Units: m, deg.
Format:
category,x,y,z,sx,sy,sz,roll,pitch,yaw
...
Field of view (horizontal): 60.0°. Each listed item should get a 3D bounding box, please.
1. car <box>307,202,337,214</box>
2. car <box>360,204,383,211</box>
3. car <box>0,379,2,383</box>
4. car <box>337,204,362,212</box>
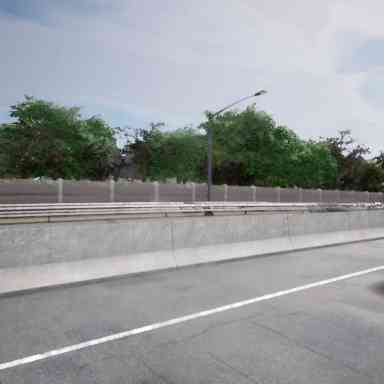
category,x,y,z,sx,sy,sz,roll,pitch,yaw
car,14.330,1.894,35.600,4.892,1.490,1.837,2,-1,-35
car,16.975,1.951,28.897,4.718,1.301,1.895,2,-1,-35
car,-3.141,1.565,1.514,4.181,1.385,1.994,0,0,-35
car,17.087,1.901,33.265,4.902,1.511,2.128,2,-1,-35
